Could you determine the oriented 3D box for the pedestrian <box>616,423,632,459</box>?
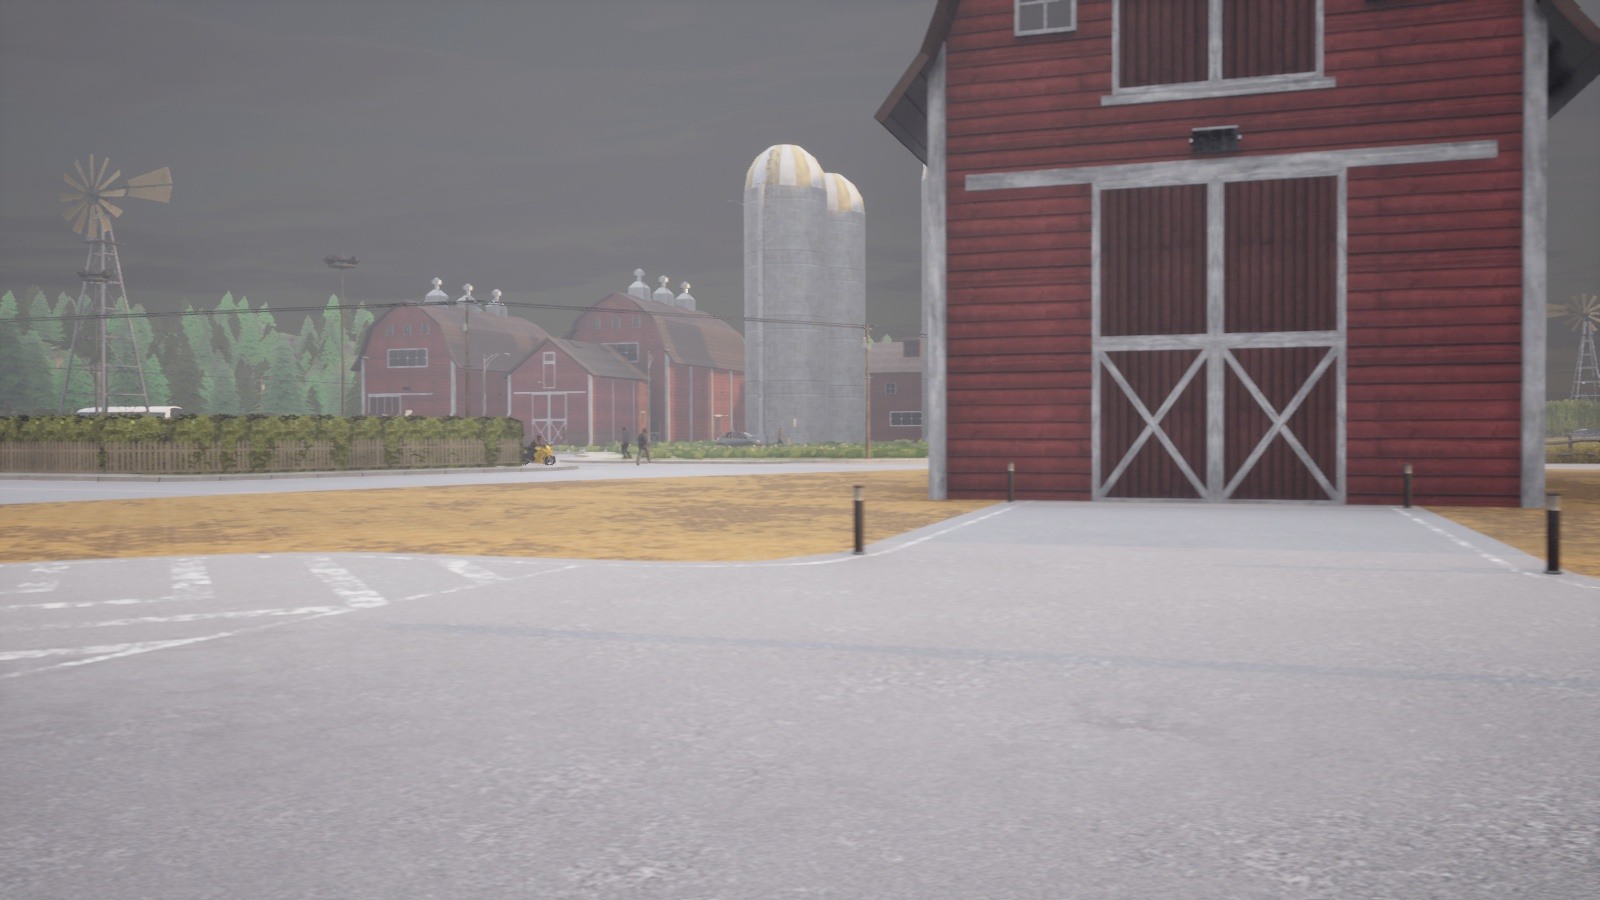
[{"bbox_3d":[-9.553,-0.504,68.057,0.788,1.949,0.423,1,1,37],"label":"pedestrian"}]

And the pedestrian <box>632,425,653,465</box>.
[{"bbox_3d":[-7.577,-0.242,60.547,0.563,1.883,0.849,1,1,42],"label":"pedestrian"}]

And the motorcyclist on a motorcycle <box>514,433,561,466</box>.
[{"bbox_3d":[-12.411,-0.048,59.303,2.044,1.523,0.797,0,1,18],"label":"motorcyclist on a motorcycle"}]
